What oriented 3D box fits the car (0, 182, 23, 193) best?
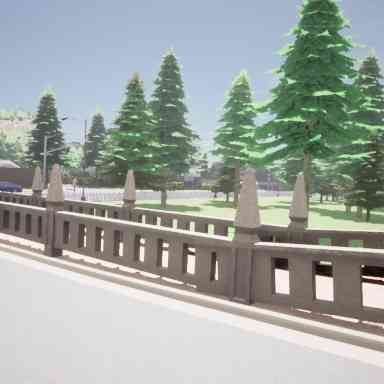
[{"bbox_3d":[-21.375,-0.399,36.976,1.812,1.442,4.674,4,2,37],"label":"car"}]
